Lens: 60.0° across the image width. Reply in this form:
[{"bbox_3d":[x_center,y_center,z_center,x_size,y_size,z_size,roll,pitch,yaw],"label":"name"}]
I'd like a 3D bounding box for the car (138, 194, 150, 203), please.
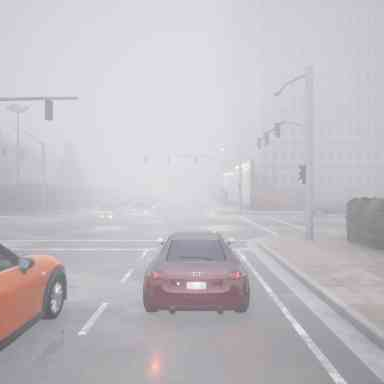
[{"bbox_3d":[-10.406,1.355,72.289,2.097,1.767,4.553,0,0,0],"label":"car"}]

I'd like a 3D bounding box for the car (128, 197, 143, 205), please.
[{"bbox_3d":[-10.476,1.601,61.959,1.895,1.301,4.718,0,0,0],"label":"car"}]

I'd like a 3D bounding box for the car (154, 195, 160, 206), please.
[{"bbox_3d":[-7.009,1.505,56.052,1.837,1.490,4.892,0,0,0],"label":"car"}]

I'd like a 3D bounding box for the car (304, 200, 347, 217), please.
[{"bbox_3d":[13.134,1.547,31.430,4.902,1.511,2.128,0,0,0],"label":"car"}]

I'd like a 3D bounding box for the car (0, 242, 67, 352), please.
[{"bbox_3d":[-3.434,1.352,4.506,2.097,1.767,4.553,0,0,1],"label":"car"}]

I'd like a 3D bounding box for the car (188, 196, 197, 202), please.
[{"bbox_3d":[0.100,1.553,75.414,1.994,1.385,4.181,0,0,0],"label":"car"}]

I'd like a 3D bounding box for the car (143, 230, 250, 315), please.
[{"bbox_3d":[0.087,1.564,7.680,1.994,1.385,4.181,0,0,0],"label":"car"}]

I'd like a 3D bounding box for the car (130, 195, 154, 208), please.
[{"bbox_3d":[-7.024,1.352,47.109,2.097,1.767,4.553,0,0,0],"label":"car"}]

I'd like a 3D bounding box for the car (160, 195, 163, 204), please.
[{"bbox_3d":[-6.939,1.352,66.130,2.097,1.767,4.553,0,0,1],"label":"car"}]

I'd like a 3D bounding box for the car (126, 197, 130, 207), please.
[{"bbox_3d":[-10.521,1.477,52.659,1.882,1.535,5.008,0,0,0],"label":"car"}]

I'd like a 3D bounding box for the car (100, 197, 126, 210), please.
[{"bbox_3d":[-10.546,1.491,43.510,2.128,1.511,4.902,0,0,1],"label":"car"}]
